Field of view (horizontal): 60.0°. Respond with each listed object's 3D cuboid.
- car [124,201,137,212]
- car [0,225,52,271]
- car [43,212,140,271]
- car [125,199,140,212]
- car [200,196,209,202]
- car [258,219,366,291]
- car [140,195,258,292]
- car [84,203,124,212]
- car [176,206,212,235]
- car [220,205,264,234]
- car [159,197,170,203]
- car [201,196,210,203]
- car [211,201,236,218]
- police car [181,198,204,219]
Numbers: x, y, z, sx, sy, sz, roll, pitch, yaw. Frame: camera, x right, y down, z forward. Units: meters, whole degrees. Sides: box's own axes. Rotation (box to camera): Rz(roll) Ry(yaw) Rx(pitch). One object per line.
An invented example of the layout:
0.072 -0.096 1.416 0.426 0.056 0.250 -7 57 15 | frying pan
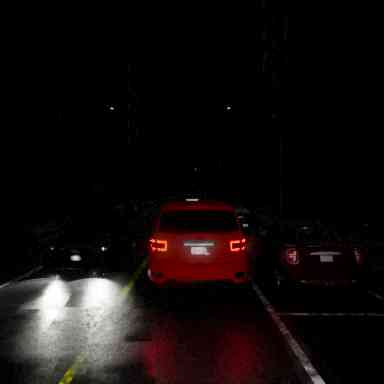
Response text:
-5.660 1.584 25.506 1.802 1.307 4.206 0 0 0 | car
-5.667 1.582 9.002 1.802 1.307 4.206 0 0 0 | car
-3.094 1.564 10.821 1.994 1.385 4.181 0 0 0 | car
-5.657 1.444 31.008 1.967 1.590 4.097 0 0 0 | car
2.946 1.617 78.911 2.008 1.369 4.403 0 0 0 | car
2.858 1.440 8.998 1.967 1.590 4.097 0 0 0 | car
0.108 1.221 9.082 2.150 2.045 5.566 0 0 -1 | car
-5.662 1.567 20.005 1.947 1.339 4.313 0 0 0 | car
0.108 1.602 19.852 1.895 1.301 4.718 0 0 0 | car
2.863 1.552 20.001 2.008 1.369 4.403 0 0 0 | car
-5.604 1.626 68.111 1.802 1.307 4.206 0 0 0 | car
2.933 1.580 73.673 1.752 1.417 4.829 0 0 0 | car
2.869 1.569 31.003 1.947 1.339 4.313 0 0 0 | car
0.014 1.428 30.116 1.930 1.638 5.238 0 0 0 | police car
